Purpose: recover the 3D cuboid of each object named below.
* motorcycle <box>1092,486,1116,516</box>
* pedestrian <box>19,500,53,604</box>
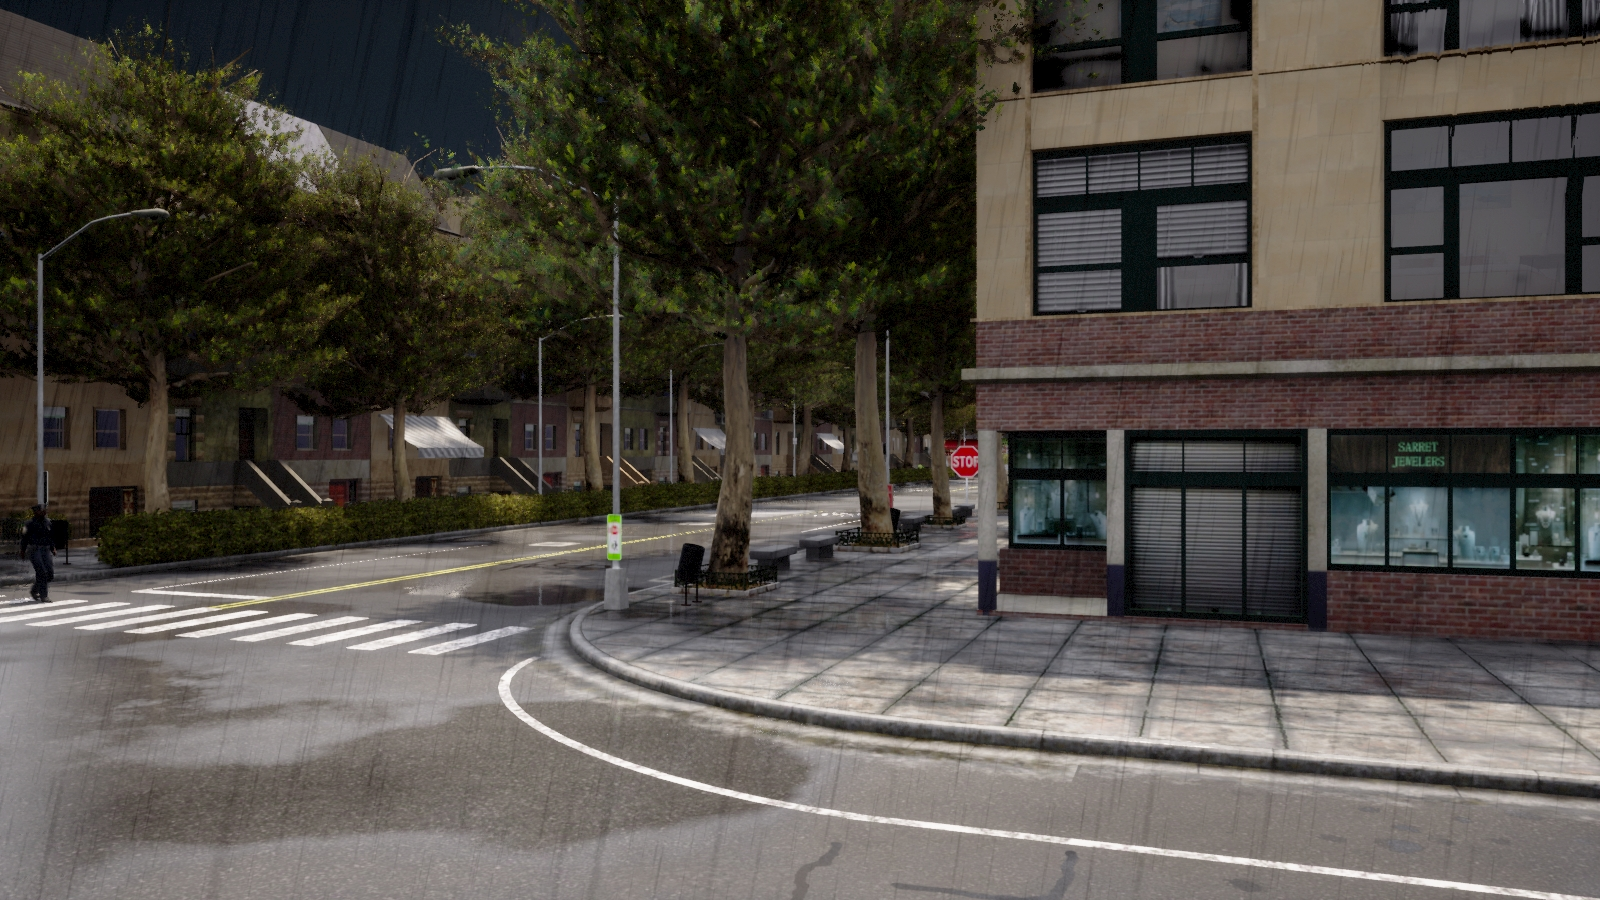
[{"bbox_3d":[13.116,2.184,49.303,0.856,1.236,1.805,0,0,20],"label":"motorcycle"},{"bbox_3d":[-14.014,1.857,20.964,0.375,1.860,0.375,0,0,22],"label":"pedestrian"}]
